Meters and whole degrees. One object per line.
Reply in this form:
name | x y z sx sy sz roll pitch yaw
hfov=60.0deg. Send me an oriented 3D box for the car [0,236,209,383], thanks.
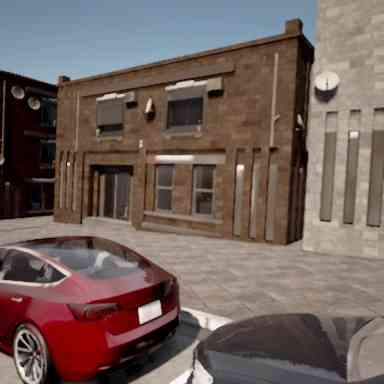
car | -2.373 1.453 5.225 4.792 1.488 2.163 0 0 36
